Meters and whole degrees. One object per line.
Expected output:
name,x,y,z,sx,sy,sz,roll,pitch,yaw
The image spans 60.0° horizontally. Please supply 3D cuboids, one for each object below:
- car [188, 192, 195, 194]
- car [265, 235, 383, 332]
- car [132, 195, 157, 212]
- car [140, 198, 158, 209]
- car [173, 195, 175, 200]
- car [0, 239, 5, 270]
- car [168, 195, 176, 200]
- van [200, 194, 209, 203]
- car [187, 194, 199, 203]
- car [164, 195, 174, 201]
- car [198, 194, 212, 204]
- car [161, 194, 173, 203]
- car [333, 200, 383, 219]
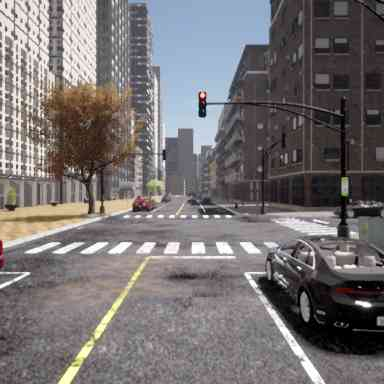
car,-0.033,1.101,78.933,2.150,2.045,5.566,0,0,0
car,2.687,1.547,6.772,2.008,1.369,4.403,0,0,0
car,-5.708,1.313,39.157,2.192,1.841,5.009,0,0,0
car,-5.710,1.566,44.680,1.947,1.339,4.313,0,0,0
car,-5.725,1.340,77.817,2.192,1.841,5.009,0,0,0
car,-5.694,1.541,6.769,1.887,1.381,4.507,0,0,0
car,-5.732,1.599,94.385,2.008,1.369,4.403,0,0,0
van,2.658,1.360,72.298,1.690,1.788,3.998,0,0,0
car,-0.030,1.616,68.927,1.895,1.301,4.718,0,0,0
car,-5.727,1.583,83.340,2.008,1.369,4.403,0,0,0
car,2.664,1.574,61.251,1.947,1.339,4.313,0,0,0
car,-5.722,1.584,72.295,1.947,1.339,4.313,0,0,0
car,13.415,1.335,26.182,4.403,1.369,2.008,-1,1,-1
